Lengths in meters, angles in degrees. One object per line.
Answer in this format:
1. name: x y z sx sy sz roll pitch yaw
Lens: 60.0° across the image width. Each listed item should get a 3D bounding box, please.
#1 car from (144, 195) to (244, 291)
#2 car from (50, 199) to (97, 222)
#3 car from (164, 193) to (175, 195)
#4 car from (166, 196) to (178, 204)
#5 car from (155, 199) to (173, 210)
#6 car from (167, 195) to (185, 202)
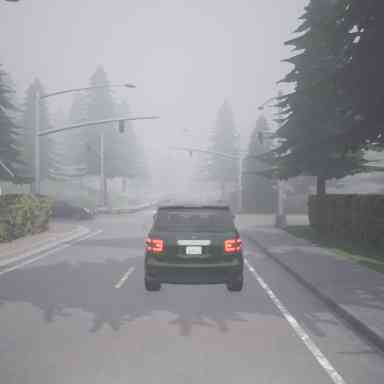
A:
1. car: 0.052 1.221 9.118 2.150 2.045 5.566 0 0 0
2. car: -9.717 1.336 25.658 4.553 1.767 2.097 0 0 0
3. car: -3.653 1.223 54.033 2.150 2.045 5.566 0 0 -1
4. car: -3.974 1.504 64.547 1.837 1.490 4.892 0 0 -9
5. car: -3.650 1.601 43.949 1.895 1.301 4.718 0 0 0
6. car: -3.631 1.524 74.067 1.812 1.442 4.674 0 0 -35
